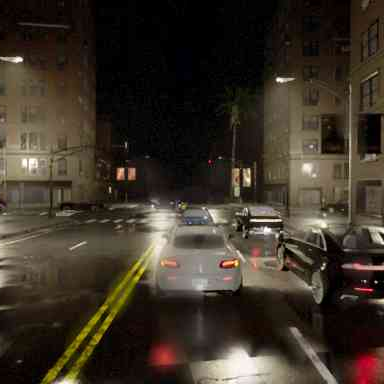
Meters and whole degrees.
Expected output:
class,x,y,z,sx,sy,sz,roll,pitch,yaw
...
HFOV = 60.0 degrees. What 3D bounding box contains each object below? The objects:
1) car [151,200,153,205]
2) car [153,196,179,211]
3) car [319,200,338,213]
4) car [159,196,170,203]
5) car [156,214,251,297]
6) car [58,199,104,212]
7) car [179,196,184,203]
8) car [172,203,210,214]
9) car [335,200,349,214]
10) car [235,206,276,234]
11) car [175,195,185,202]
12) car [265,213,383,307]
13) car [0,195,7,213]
class,x,y,z,sx,sy,sz,roll,pitch,yaw
car,-6.140,1.586,59.770,1.895,1.301,4.718,0,0,1
car,-3.047,1.300,39.496,2.097,1.767,4.553,1,0,0
car,17.006,1.588,37.579,5.008,1.535,1.882,0,1,1
car,-5.974,1.514,72.321,2.033,1.411,5.357,0,0,0
car,0.161,1.523,8.487,1.812,1.442,4.674,0,0,0
car,-12.248,1.483,36.723,4.718,1.301,1.895,0,1,-25
car,-2.849,1.530,63.040,2.033,1.411,5.357,0,0,1
car,0.229,1.542,17.942,2.033,1.411,5.357,0,0,0
car,16.443,1.759,31.635,4.313,1.339,1.947,0,0,1
car,3.375,1.487,17.252,2.128,1.511,4.902,0,0,0
car,-2.712,1.511,74.074,2.033,1.411,5.357,0,0,0
car,3.386,1.489,7.944,2.128,1.511,4.902,0,0,1
car,-20.697,1.342,32.009,5.008,1.535,1.882,0,1,-8
